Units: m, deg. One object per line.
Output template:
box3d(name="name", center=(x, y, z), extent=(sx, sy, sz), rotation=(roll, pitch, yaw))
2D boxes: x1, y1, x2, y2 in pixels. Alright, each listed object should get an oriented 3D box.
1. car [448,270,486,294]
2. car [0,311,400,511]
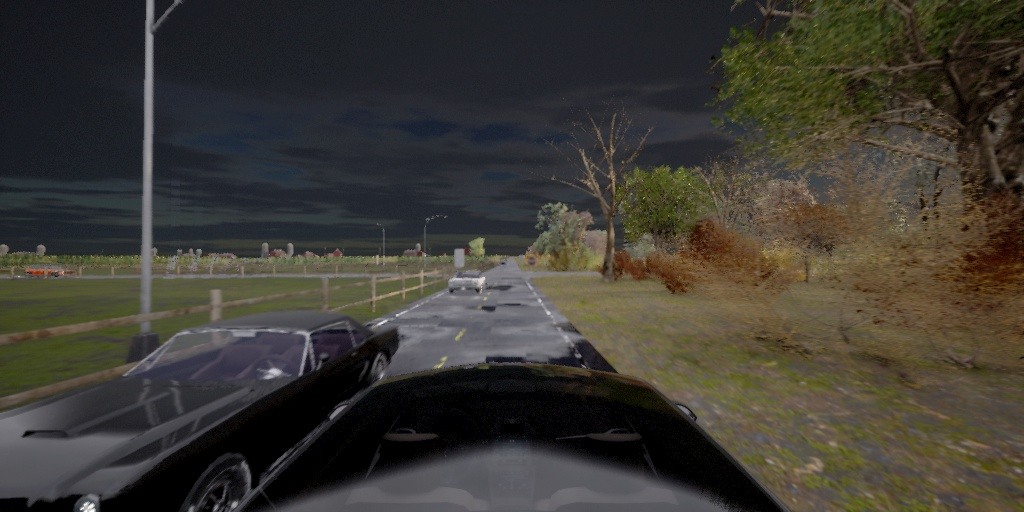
box3d(name="car", center=(-2.752, 1.578, 22.561), extent=(1.895, 1.301, 4.718), rotation=(0, -1, 0))
box3d(name="car", center=(-2.851, 1.380, 3.939), extent=(1.895, 1.301, 4.718), rotation=(0, -1, 0))
